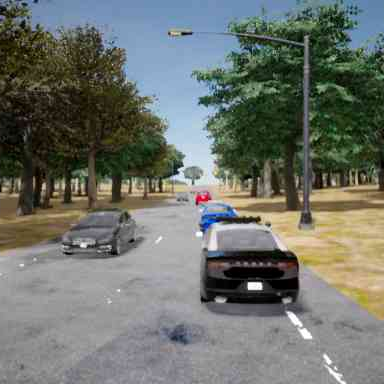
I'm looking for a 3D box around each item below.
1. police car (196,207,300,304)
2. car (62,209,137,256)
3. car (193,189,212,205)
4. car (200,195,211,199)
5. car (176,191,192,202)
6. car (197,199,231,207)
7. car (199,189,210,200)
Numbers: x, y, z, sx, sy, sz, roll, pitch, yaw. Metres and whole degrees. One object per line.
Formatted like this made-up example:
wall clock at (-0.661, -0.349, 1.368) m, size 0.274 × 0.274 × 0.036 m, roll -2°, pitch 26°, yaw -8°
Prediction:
police car at (1.130, 1.399, 8.303) m, size 1.930 × 1.638 × 5.238 m, roll 0°, pitch 0°, yaw 1°
car at (-3.383, 1.453, 12.995) m, size 1.837 × 1.490 × 4.892 m, roll 0°, pitch 0°, yaw 2°
car at (1.624, 0.751, 46.167) m, size 2.150 × 2.045 × 5.566 m, roll 0°, pitch 1°, yaw 3°
car at (1.673, 1.286, 24.299) m, size 1.801 × 1.575 × 5.366 m, roll 0°, pitch 1°, yaw 3°
car at (-1.564, 0.934, 55.682) m, size 2.033 × 1.411 × 5.357 m, roll 0°, pitch 1°, yaw 3°
car at (1.408, 1.379, 18.131) m, size 1.882 × 1.535 × 5.008 m, roll 0°, pitch 1°, yaw 2°
car at (2.500, 0.386, 67.362) m, size 2.150 × 2.045 × 5.566 m, roll 0°, pitch 1°, yaw 3°
